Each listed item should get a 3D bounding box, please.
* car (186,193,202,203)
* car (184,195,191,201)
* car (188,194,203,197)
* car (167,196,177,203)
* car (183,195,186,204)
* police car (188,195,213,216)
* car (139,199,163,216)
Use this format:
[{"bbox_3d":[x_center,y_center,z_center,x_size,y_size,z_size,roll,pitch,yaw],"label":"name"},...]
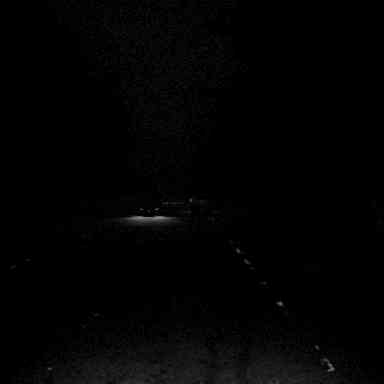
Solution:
[{"bbox_3d":[0.649,1.163,47.188,2.150,2.045,5.566,-1,0,-1],"label":"car"},{"bbox_3d":[-1.121,1.539,82.080,1.812,1.442,4.674,0,-1,-2],"label":"car"},{"bbox_3d":[0.747,1.383,41.335,1.801,1.575,5.366,-1,0,-1],"label":"car"},{"bbox_3d":[-4.418,1.548,73.793,1.882,1.535,5.008,0,0,-1],"label":"car"},{"bbox_3d":[-0.694,1.541,64.574,2.128,1.511,4.902,0,0,-1],"label":"car"},{"bbox_3d":[0.885,1.346,31.242,1.930,1.638,5.238,0,0,-1],"label":"police car"},{"bbox_3d":[-3.767,1.424,31.268,1.837,1.490,4.892,0,0,-1],"label":"car"}]
